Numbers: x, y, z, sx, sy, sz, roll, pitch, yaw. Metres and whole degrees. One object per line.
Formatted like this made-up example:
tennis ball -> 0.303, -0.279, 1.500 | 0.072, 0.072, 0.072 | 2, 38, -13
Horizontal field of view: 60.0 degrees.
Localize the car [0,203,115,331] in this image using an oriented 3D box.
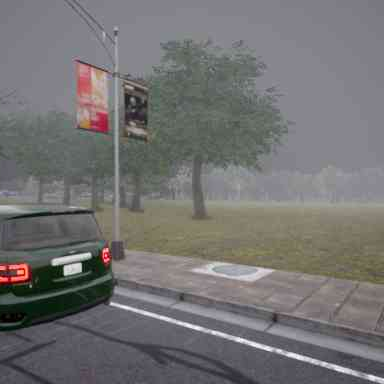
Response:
car -> -3.918, 1.234, 6.436 | 5.566, 2.045, 2.150 | 0, 0, 36
